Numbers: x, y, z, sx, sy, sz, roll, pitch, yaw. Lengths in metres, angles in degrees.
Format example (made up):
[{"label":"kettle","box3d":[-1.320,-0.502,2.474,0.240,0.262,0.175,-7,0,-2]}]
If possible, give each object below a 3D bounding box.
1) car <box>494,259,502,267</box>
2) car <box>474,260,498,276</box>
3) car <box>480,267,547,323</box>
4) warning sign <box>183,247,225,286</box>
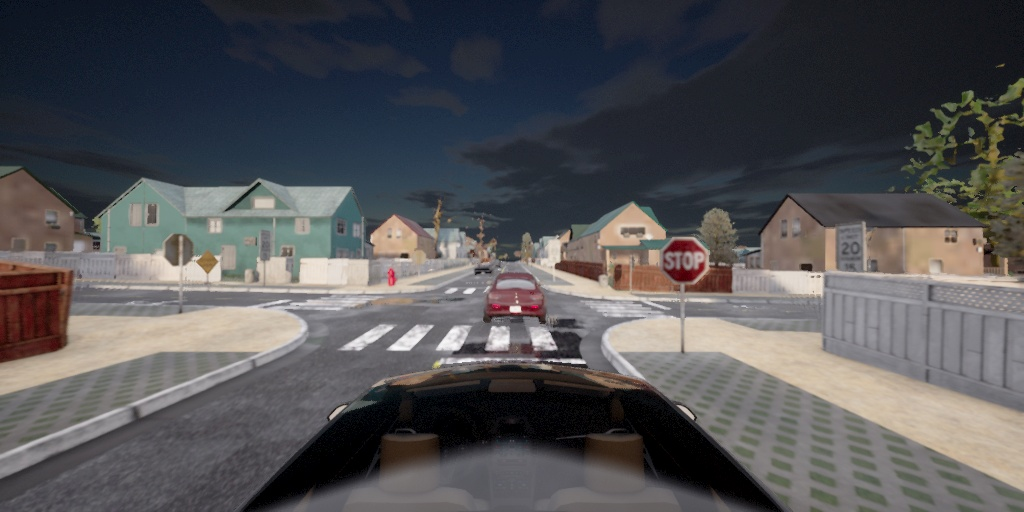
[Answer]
[{"label":"car","box3d":[-2.716,1.302,58.518,1.837,1.490,4.892,0,0,1]},{"label":"car","box3d":[-2.802,1.353,36.882,1.895,1.301,4.718,0,0,0]},{"label":"car","box3d":[0.111,1.271,11.945,1.812,1.442,4.674,1,0,0]},{"label":"warning sign","box3d":[-15.769,0.589,18.568,1.060,1.860,1.300,0,0,0]}]
